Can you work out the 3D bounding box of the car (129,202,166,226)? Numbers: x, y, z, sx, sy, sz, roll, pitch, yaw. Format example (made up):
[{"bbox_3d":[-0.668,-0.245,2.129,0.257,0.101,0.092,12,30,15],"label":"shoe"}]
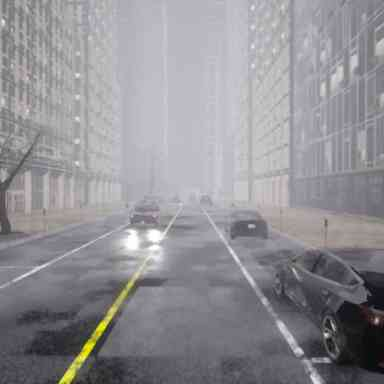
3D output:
[{"bbox_3d":[-3.105,1.605,23.262,1.895,1.301,4.718,0,0,0],"label":"car"}]

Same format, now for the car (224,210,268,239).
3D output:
[{"bbox_3d":[2.683,1.570,17.034,1.947,1.339,4.313,0,0,0],"label":"car"}]

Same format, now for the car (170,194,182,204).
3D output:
[{"bbox_3d":[-3.041,1.331,64.212,2.097,1.767,4.553,0,0,1],"label":"car"}]

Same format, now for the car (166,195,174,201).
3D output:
[{"bbox_3d":[-5.712,1.472,85.245,1.752,1.417,4.829,0,0,0],"label":"car"}]

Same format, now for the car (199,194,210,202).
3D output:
[{"bbox_3d":[2.671,1.281,74.018,2.192,1.841,5.009,0,0,0],"label":"car"}]

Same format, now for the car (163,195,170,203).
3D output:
[{"bbox_3d":[-5.707,1.420,62.622,1.967,1.590,4.097,0,0,0],"label":"car"}]

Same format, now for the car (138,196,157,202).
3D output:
[{"bbox_3d":[-5.702,1.544,39.828,1.887,1.381,4.507,0,0,0],"label":"car"}]

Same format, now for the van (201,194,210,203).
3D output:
[{"bbox_3d":[2.672,1.314,68.319,1.690,1.788,3.998,0,0,0],"label":"van"}]

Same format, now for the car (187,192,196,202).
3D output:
[{"bbox_3d":[-0.016,1.359,75.181,2.128,1.511,4.902,0,0,0],"label":"car"}]

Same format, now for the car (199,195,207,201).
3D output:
[{"bbox_3d":[2.670,1.482,79.886,1.752,1.417,4.829,0,0,0],"label":"car"}]

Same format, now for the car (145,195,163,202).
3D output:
[{"bbox_3d":[-5.704,1.311,45.527,2.192,1.841,5.009,0,0,0],"label":"car"}]

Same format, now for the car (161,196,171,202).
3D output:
[{"bbox_3d":[-5.709,1.516,74.019,2.008,1.369,4.403,0,0,0],"label":"car"}]

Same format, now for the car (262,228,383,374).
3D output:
[{"bbox_3d":[2.685,1.568,5.637,1.947,1.339,4.313,0,0,0],"label":"car"}]

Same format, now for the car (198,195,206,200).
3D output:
[{"bbox_3d":[2.668,1.487,91.116,2.008,1.369,4.403,0,0,0],"label":"car"}]

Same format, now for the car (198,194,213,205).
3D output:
[{"bbox_3d":[2.374,1.341,57.124,2.097,1.767,4.553,0,0,0],"label":"car"}]

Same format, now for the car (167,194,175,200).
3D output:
[{"bbox_3d":[-5.713,1.376,91.115,1.967,1.590,4.097,0,0,0],"label":"car"}]
